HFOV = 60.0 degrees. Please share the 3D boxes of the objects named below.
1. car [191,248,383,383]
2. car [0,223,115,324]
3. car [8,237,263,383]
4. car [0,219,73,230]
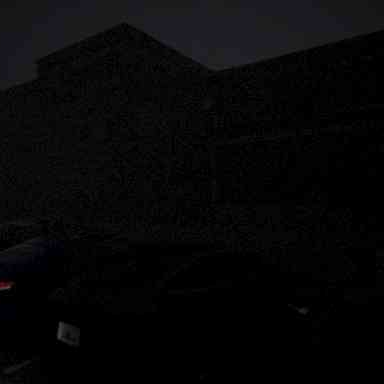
[{"bbox_3d":[2.338,1.481,3.696,2.231,1.521,4.892,0,0,35],"label":"car"},{"bbox_3d":[-2.193,1.525,6.916,2.002,1.452,4.674,0,0,35],"label":"car"},{"bbox_3d":[0.088,1.512,5.329,2.163,1.488,4.792,0,0,35],"label":"car"},{"bbox_3d":[-4.349,1.490,8.465,2.231,1.521,4.892,0,0,36],"label":"car"}]
